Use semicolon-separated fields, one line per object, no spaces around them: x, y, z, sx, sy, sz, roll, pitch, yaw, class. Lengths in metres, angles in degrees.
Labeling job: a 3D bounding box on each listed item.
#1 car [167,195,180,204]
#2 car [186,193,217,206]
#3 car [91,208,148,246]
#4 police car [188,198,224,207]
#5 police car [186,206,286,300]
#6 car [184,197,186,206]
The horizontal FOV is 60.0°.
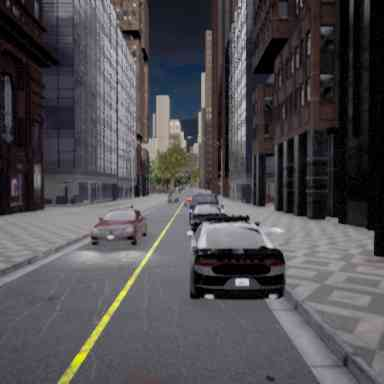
-3.141;1.235;56.710;1.837;1.490;4.892;0;1;0;car
0.873;1.120;24.417;2.150;2.045;5.566;0;0;0;car
-3.117;1.463;15.065;1.812;1.442;4.674;0;0;0;car
0.879;1.348;18.498;1.930;1.638;5.238;0;0;0;police car
0.891;1.390;8.498;1.930;1.638;5.238;0;0;0;police car
-0.007;1.128;48.726;2.097;1.767;4.553;0;0;0;car
